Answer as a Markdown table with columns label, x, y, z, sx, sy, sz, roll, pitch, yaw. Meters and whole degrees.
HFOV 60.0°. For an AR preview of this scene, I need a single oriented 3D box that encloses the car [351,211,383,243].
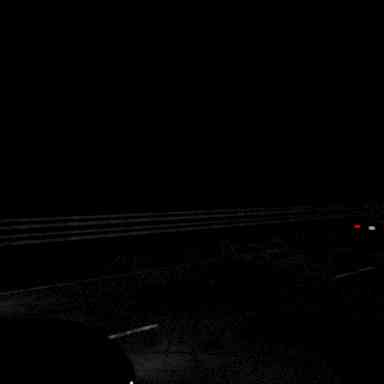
| label | x | y | z | sx | sy | sz | roll | pitch | yaw |
| --- | --- | --- | --- | --- | --- | --- | --- | --- | --- |
| car | 9.125 | 1.498 | 14.560 | 5.357 | 1.411 | 2.033 | 1 | 0 | -36 |

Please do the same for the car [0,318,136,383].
| label | x | y | z | sx | sy | sz | roll | pitch | yaw |
| --- | --- | --- | --- | --- | --- | --- | --- | --- | --- |
| car | -2.671 | 1.508 | 1.841 | 4.892 | 1.490 | 1.837 | 0 | 0 | -35 |
